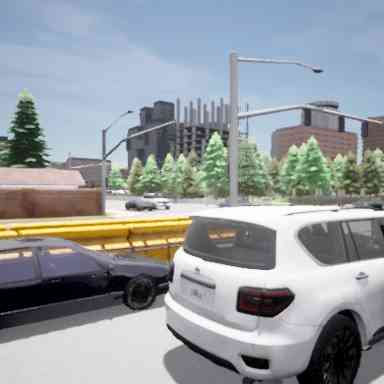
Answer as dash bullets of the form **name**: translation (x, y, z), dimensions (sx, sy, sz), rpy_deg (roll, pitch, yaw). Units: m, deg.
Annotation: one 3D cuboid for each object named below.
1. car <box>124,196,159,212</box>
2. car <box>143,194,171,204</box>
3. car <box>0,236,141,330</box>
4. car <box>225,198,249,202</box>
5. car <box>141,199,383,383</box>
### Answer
- **car**: translation (-6.450, 1.599, 40.297), dimensions (2.033, 1.411, 5.357), rpy_deg (0, 0, -33)
- **car**: translation (-4.899, 1.283, 44.306), dimensions (2.150, 2.045, 5.566), rpy_deg (0, 0, -33)
- **car**: translation (-2.813, 1.550, 6.040), dimensions (5.357, 1.411, 2.033), rpy_deg (0, 0, -35)
- **car**: translation (4.546, 1.422, 35.984), dimensions (2.097, 1.767, 4.553), rpy_deg (0, 0, -28)
- **car**: translation (2.230, 1.235, 5.327), dimensions (5.566, 2.045, 2.150), rpy_deg (0, 0, -36)
